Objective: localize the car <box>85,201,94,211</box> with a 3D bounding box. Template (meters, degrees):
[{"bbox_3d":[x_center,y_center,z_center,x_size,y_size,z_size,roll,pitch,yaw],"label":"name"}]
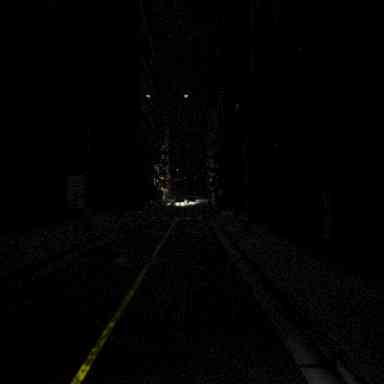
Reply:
[{"bbox_3d":[-14.816,1.758,42.615,4.403,1.369,2.008,0,-1,0],"label":"car"}]

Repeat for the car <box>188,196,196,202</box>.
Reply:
[{"bbox_3d":[-0.025,1.851,83.631,1.837,1.490,4.892,0,0,0],"label":"car"}]

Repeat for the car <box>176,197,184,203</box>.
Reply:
[{"bbox_3d":[-2.773,1.856,77.003,2.128,1.511,4.902,0,0,0],"label":"car"}]

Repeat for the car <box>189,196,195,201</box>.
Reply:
[{"bbox_3d":[-0.028,1.774,94.051,1.837,1.490,4.892,0,0,0],"label":"car"}]
